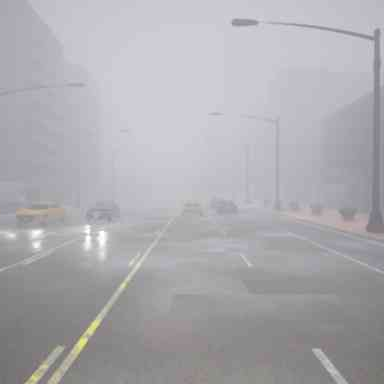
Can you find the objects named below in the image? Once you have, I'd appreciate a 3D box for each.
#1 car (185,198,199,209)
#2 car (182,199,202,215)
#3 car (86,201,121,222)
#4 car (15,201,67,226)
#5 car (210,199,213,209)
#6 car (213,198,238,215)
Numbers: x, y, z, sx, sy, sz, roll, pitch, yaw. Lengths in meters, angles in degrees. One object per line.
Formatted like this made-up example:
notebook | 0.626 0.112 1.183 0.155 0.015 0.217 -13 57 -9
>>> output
car | 0.041 1.598 46.474 1.895 1.301 4.718 0 0 1
car | 0.013 1.463 33.351 1.882 1.535 5.008 0 0 0
car | -6.995 1.483 26.668 2.128 1.511 4.902 0 0 0
car | -10.519 1.453 23.524 1.882 1.535 5.008 0 0 0
car | 3.527 1.544 45.781 2.033 1.411 5.357 0 0 0
car | 3.511 1.549 34.222 1.994 1.385 4.181 0 0 0
